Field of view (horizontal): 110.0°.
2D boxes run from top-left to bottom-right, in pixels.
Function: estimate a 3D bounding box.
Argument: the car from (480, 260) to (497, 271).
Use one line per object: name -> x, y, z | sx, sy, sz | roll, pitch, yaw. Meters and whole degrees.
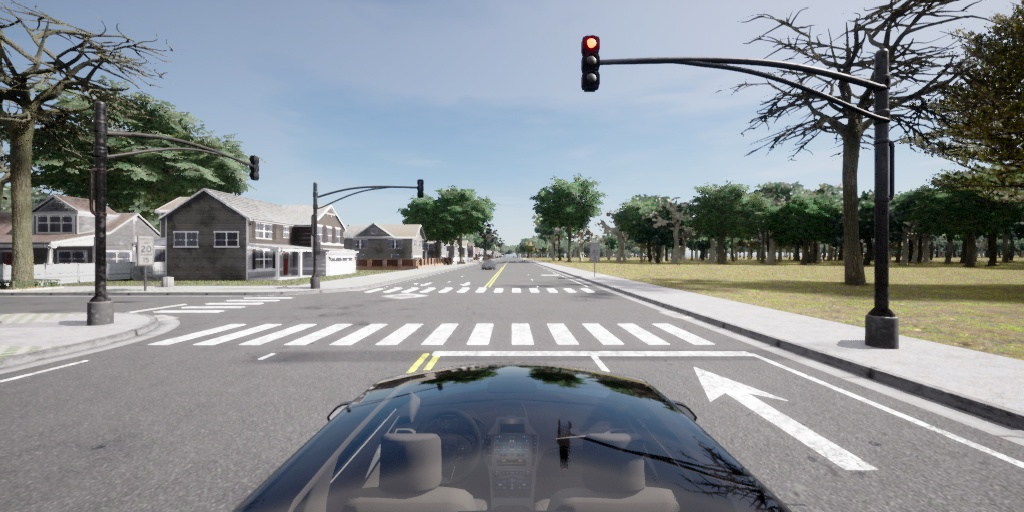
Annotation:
car -> -3.175, 1.297, 49.249 | 1.837, 1.490, 4.892 | 0, 1, 0
